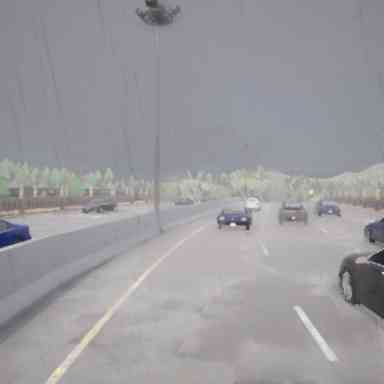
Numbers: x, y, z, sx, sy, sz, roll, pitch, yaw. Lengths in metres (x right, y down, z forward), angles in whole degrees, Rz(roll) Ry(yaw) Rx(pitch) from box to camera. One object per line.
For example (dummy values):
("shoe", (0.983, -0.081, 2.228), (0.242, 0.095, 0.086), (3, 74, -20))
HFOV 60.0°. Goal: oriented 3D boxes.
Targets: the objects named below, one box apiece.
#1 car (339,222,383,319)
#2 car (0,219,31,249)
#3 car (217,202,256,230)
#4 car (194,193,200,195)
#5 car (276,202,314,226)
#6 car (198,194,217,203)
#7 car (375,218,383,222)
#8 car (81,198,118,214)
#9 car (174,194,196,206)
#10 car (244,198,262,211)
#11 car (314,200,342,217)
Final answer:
("car", (3.926, 1.502, 5.137), (1.837, 1.490, 4.892), (0, 0, 3))
("car", (-6.460, 1.419, 8.985), (1.882, 1.535, 5.008), (0, 0, 7))
("car", (2.792, 1.538, 20.863), (1.895, 1.301, 4.718), (0, 0, 13))
("car", (1.081, 0.979, 73.286), (2.097, 1.767, 4.553), (0, -2, 14))
("car", (6.992, 1.436, 23.388), (2.128, 1.511, 4.902), (0, 0, 13))
("car", (2.608, 1.379, 50.489), (2.033, 1.411, 5.357), (0, 0, 14))
("car", (8.334, 1.513, 12.836), (1.812, 1.442, 4.674), (0, 0, 9))
("car", (-8.987, 1.353, 32.749), (1.837, 1.490, 4.892), (0, 0, 14))
("car", (-1.224, 1.384, 49.530), (1.994, 1.385, 4.181), (0, 0, 14))
("car", (6.952, 1.418, 38.114), (1.812, 1.442, 4.674), (0, 0, 14))
("car", (12.260, 1.467, 30.356), (1.812, 1.442, 4.674), (0, 0, 14))
